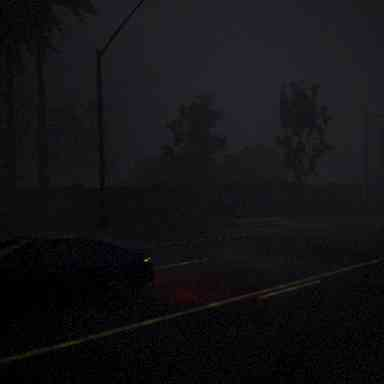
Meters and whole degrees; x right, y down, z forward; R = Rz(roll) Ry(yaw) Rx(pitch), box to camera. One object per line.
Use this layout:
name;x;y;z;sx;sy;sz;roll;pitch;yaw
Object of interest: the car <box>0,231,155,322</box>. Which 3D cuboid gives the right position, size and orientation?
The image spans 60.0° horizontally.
car;-2.947;1.515;6.190;4.674;1.442;1.812;-1;0;-36
